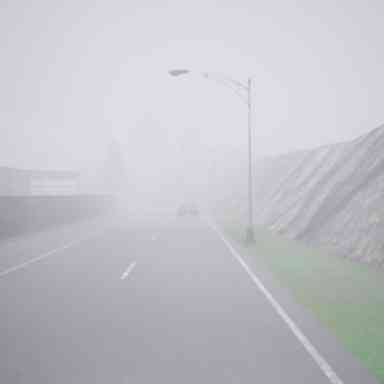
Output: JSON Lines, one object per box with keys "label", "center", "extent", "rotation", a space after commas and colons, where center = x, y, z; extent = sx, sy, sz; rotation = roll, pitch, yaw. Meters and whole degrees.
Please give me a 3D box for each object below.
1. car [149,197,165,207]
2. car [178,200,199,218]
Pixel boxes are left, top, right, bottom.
{"label": "car", "center": [-5.917, 1.670, 56.006], "extent": [2.097, 1.767, 4.553], "rotation": [0, 0, -17]}
{"label": "car", "center": [-0.350, 1.741, 32.205], "extent": [1.895, 1.301, 4.718], "rotation": [0, 0, 0]}
